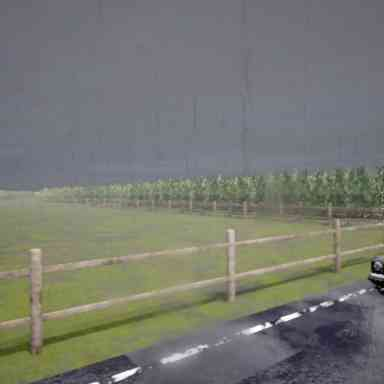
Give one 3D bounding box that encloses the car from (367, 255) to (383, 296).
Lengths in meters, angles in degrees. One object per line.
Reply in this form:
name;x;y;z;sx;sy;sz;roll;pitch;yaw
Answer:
car;5.836;1.532;7.238;4.718;1.301;1.895;-1;0;-35
